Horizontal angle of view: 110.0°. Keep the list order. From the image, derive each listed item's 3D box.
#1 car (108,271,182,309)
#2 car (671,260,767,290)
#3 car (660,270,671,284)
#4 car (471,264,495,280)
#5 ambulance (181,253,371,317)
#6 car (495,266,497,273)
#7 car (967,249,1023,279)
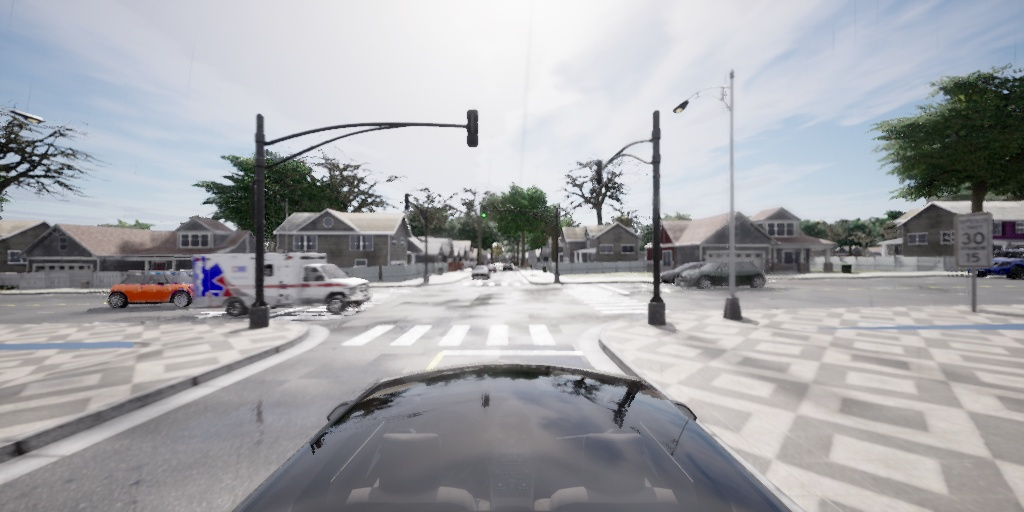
[{"bbox_3d":[-16.992,1.595,17.889,4.553,1.767,2.097,-1,0,0],"label":"car"},{"bbox_3d":[12.417,1.056,21.461,4.553,1.767,2.097,-1,0,0],"label":"car"},{"bbox_3d":[12.502,1.220,24.714,4.892,1.490,1.837,-2,0,-1],"label":"car"},{"bbox_3d":[-3.249,1.753,38.582,2.033,1.411,5.357,0,-1,-1],"label":"car"},{"bbox_3d":[-9.241,1.110,14.773,6.366,2.431,2.351,-1,0,0],"label":"ambulance"},{"bbox_3d":[-3.463,2.016,57.169,1.994,1.385,4.181,0,-1,0],"label":"car"},{"bbox_3d":[35.237,0.516,24.795,5.566,2.045,2.150,-1,0,0],"label":"car"}]
